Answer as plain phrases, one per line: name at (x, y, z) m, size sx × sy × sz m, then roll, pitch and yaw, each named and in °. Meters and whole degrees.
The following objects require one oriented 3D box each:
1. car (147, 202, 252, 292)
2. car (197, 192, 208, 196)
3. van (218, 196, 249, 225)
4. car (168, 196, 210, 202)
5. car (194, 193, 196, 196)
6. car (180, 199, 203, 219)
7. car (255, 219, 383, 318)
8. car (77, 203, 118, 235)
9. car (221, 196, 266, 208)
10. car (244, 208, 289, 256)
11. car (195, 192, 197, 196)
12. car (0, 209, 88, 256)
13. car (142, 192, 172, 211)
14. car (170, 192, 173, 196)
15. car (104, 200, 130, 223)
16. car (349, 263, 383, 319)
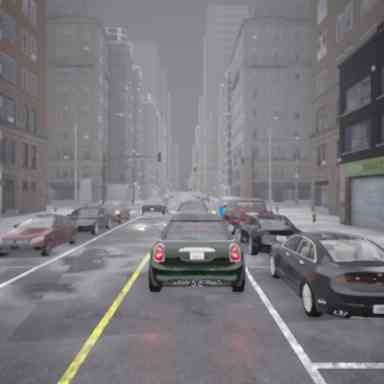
car at (0.103, 1.313, 8.962) m, size 2.097 × 1.767 × 4.553 m, roll 0°, pitch 0°, yaw 0°
car at (2.589, 1.161, 67.642) m, size 1.967 × 1.590 × 4.097 m, roll 0°, pitch 0°, yaw -1°
van at (2.864, 1.233, 23.752) m, size 1.690 × 1.788 × 3.998 m, roll 0°, pitch 0°, yaw 0°
car at (0.099, 1.269, 18.224) m, size 2.097 × 1.767 × 4.553 m, roll 0°, pitch 0°, yaw 2°
car at (2.097, 1.230, 90.253) m, size 1.802 × 1.307 × 4.206 m, roll 0°, pitch 0°, yaw -1°
car at (0.004, 1.397, 28.342) m, size 1.812 × 1.442 × 4.674 m, roll 0°, pitch 0°, yaw 2°
car at (2.860, 1.518, 7.182) m, size 2.008 × 1.369 × 4.403 m, roll 0°, pitch 0°, yaw 0°
car at (-5.663, 1.483, 18.225) m, size 1.947 × 1.339 × 4.313 m, roll 0°, pitch 0°, yaw 0°
car at (2.863, 1.232, 18.228) m, size 2.192 × 1.841 × 5.009 m, roll 0°, pitch 0°, yaw 0°
car at (2.861, 1.508, 12.706) m, size 1.947 × 1.339 × 4.313 m, roll 0°, pitch 0°, yaw 0°
car at (2.343, 1.263, 78.950) m, size 1.802 × 1.307 × 4.206 m, roll 0°, pitch 0°, yaw -1°
car at (-5.664, 1.524, 12.700) m, size 1.802 × 1.307 × 4.206 m, roll 0°, pitch 0°, yaw 0°
car at (-2.994, 1.007, 27.545) m, size 1.882 × 1.535 × 5.008 m, roll 0°, pitch 0°, yaw 0°
car at (-6.180, 1.122, 78.773) m, size 1.967 × 1.590 × 4.097 m, roll 0°, pitch 0°, yaw -1°
car at (-5.662, 1.332, 23.749) m, size 1.967 × 1.590 × 4.097 m, roll 0°, pitch 0°, yaw 0°
car at (2.859, 1.543, 1.659) m, size 2.008 × 1.369 × 4.403 m, roll 0°, pitch 0°, yaw 0°
